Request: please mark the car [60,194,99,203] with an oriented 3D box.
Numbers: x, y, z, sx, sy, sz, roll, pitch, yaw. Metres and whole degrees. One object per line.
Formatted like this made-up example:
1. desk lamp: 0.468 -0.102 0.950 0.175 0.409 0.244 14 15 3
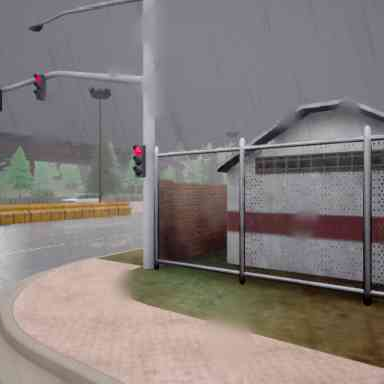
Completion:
1. car: -14.078 1.225 42.519 2.150 2.045 5.566 0 0 34
